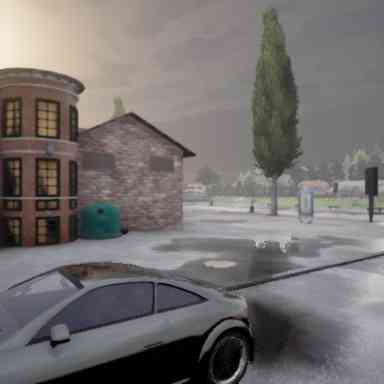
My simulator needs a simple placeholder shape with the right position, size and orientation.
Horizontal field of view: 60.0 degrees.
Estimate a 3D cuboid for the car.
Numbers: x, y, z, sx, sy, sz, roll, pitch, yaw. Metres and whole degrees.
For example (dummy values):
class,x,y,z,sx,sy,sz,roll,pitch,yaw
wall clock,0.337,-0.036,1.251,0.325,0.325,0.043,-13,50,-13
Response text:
class,x,y,z,sx,sy,sz,roll,pitch,yaw
car,-1.267,1.565,3.695,4.181,1.385,1.994,0,0,-35
